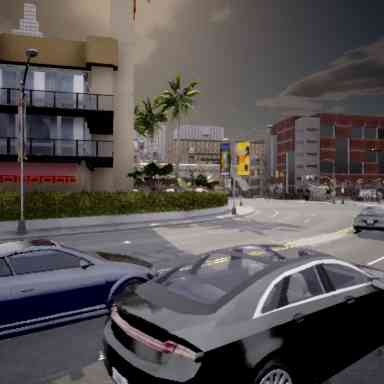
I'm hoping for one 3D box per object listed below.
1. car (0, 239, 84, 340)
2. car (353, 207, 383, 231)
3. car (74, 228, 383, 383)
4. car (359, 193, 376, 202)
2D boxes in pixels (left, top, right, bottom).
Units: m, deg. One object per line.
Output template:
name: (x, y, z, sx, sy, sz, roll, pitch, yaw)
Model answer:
car: (-2.609, 1.558, 5.910, 4.181, 1.385, 1.994, 0, 0, -36)
car: (10.448, 1.540, 18.632, 2.033, 1.411, 5.357, 0, 0, 37)
car: (1.253, 1.488, 4.518, 4.902, 1.511, 2.128, 0, 0, -38)
car: (36.605, 1.225, 70.992, 2.185, 1.767, 4.553, 0, 0, -14)
